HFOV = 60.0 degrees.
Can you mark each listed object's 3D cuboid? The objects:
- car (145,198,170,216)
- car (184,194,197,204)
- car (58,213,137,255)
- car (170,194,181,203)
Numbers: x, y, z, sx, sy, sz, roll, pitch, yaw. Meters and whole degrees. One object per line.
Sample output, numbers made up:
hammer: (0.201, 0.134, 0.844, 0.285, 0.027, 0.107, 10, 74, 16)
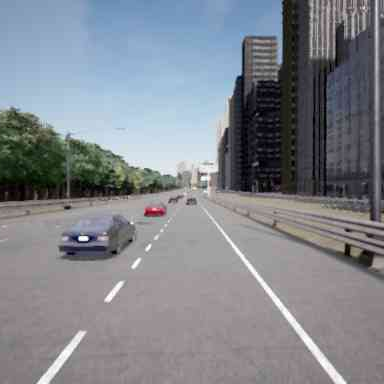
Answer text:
car: (-3.549, 1.586, 33.272, 1.994, 1.385, 4.181, 0, 0, 0)
car: (-0.084, 1.544, 62.575, 1.837, 1.490, 4.892, 0, 0, 0)
car: (-3.508, 1.553, 13.247, 2.033, 1.411, 5.357, 0, 0, 0)
car: (-3.719, 1.547, 67.800, 1.837, 1.490, 4.892, 0, 0, 0)
